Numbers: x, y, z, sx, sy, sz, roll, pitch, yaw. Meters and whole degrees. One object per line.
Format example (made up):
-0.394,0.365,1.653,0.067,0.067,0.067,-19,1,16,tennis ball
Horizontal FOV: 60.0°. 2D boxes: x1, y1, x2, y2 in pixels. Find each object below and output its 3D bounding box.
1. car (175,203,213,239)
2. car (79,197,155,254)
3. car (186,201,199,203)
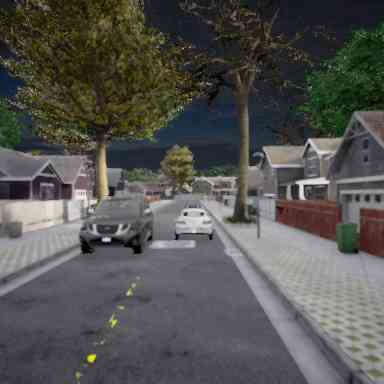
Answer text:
0.092,1.542,17.375,1.812,1.442,4.674,0,0,0,car
-2.854,1.233,13.851,2.150,2.045,5.566,0,0,0,car
0.080,1.662,38.969,1.895,1.301,4.718,0,0,0,car
